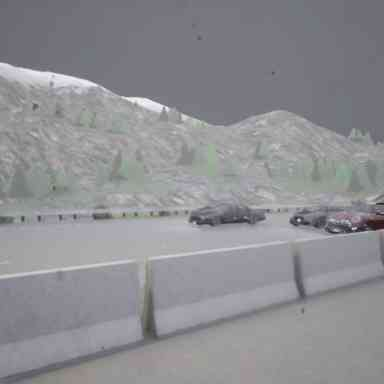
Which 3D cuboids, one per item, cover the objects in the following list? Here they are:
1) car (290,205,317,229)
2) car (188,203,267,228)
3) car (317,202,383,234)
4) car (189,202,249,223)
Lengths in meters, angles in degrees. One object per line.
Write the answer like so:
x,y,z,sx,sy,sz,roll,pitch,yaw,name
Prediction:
8.265,1.542,21.207,4.181,1.385,1.994,0,0,-29,car
2.451,1.514,21.995,5.357,1.411,2.033,0,0,-30,car
9.229,1.338,17.743,4.553,1.767,2.097,0,0,-29,car
2.108,1.524,25.780,4.181,1.385,1.994,0,0,-29,car
